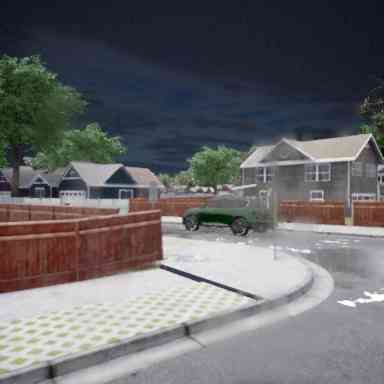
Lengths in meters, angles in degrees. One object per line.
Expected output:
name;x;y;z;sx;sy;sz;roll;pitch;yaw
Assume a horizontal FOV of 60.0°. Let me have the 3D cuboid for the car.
car;1.974;1.275;18.544;5.566;2.045;2.150;0;-1;43
